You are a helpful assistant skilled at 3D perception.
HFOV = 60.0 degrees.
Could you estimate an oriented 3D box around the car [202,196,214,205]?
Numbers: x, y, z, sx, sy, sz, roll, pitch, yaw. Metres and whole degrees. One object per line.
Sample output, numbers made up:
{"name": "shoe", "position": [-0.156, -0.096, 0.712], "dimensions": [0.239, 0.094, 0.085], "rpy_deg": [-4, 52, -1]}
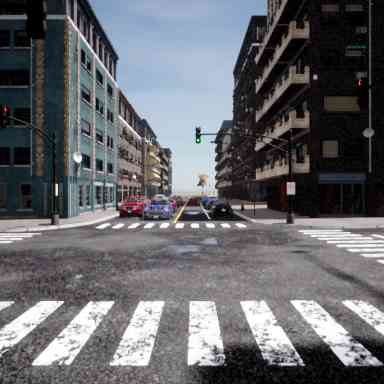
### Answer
{"name": "car", "position": [2.772, 1.434, 57.914], "dimensions": [1.967, 1.590, 4.097], "rpy_deg": [0, 0, 0]}

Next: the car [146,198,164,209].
{"name": "car", "position": [-5.148, 1.543, 46.838], "dimensions": [1.887, 1.381, 4.507], "rpy_deg": [0, 0, 0]}

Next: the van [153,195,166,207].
{"name": "van", "position": [-5.128, 1.337, 52.390], "dimensions": [1.690, 1.788, 3.998], "rpy_deg": [0, 0, 0]}

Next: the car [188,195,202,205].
{"name": "car", "position": [0.304, 1.558, 57.661], "dimensions": [1.994, 1.385, 4.181], "rpy_deg": [0, 0, 0]}

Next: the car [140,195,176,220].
{"name": "car", "position": [-2.777, 1.355, 28.093], "dimensions": [2.097, 1.767, 4.553], "rpy_deg": [0, 0, 1]}

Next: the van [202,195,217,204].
{"name": "van", "position": [2.733, 1.339, 46.810], "dimensions": [1.690, 1.788, 3.998], "rpy_deg": [0, 0, 0]}

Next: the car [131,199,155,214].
{"name": "car", "position": [-5.188, 1.546, 35.734], "dimensions": [1.887, 1.381, 4.507], "rpy_deg": [0, 0, 0]}

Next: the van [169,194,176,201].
{"name": "van", "position": [-5.009, 1.319, 85.702], "dimensions": [1.690, 1.788, 3.998], "rpy_deg": [0, 0, 0]}

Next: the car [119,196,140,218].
{"name": "car", "position": [-5.208, 1.317, 30.182], "dimensions": [2.192, 1.841, 5.009], "rpy_deg": [0, 0, 0]}

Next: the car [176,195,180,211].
{"name": "car", "position": [-2.717, 1.479, 37.304], "dimensions": [1.882, 1.535, 5.008], "rpy_deg": [0, 0, 0]}

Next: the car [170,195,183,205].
{"name": "car", "position": [-2.607, 1.346, 57.677], "dimensions": [2.097, 1.767, 4.553], "rpy_deg": [0, 0, 1]}

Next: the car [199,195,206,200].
{"name": "car", "position": [2.890, 1.518, 91.227], "dimensions": [1.887, 1.381, 4.507], "rpy_deg": [0, 0, 0]}

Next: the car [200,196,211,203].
{"name": "car", "position": [2.811, 1.540, 69.019], "dimensions": [2.008, 1.369, 4.403], "rpy_deg": [0, 0, 0]}

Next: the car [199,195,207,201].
{"name": "car", "position": [2.870, 1.523, 85.674], "dimensions": [1.887, 1.381, 4.507], "rpy_deg": [0, 0, 0]}

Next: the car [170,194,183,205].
{"name": "car", "position": [-2.681, 1.476, 46.772], "dimensions": [1.882, 1.535, 5.008], "rpy_deg": [0, 0, 0]}

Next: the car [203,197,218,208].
{"name": "car", "position": [2.712, 1.582, 41.258], "dimensions": [1.802, 1.307, 4.206], "rpy_deg": [0, 0, 0]}

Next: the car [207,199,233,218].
{"name": "car", "position": [2.672, 1.568, 30.154], "dimensions": [1.947, 1.339, 4.313], "rpy_deg": [0, 0, 0]}
